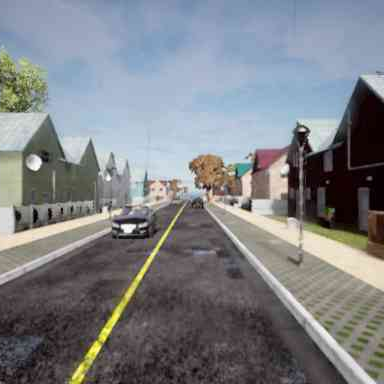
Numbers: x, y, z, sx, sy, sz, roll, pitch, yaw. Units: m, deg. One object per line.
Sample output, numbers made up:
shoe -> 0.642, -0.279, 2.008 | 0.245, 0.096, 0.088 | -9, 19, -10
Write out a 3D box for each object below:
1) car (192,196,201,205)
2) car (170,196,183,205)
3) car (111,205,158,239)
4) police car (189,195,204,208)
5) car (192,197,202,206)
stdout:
car -> 0.824, 1.650, 65.553 | 1.837, 1.490, 4.892 | 0, 0, 0
car -> -2.786, 1.471, 60.347 | 2.097, 1.767, 4.553 | 0, 0, 1
car -> -2.849, 1.466, 17.277 | 2.128, 1.511, 4.902 | 0, 0, 0
police car -> 0.825, 1.492, 49.663 | 1.930, 1.638, 5.238 | 0, 0, 0
car -> 0.825, 1.641, 59.553 | 1.812, 1.442, 4.674 | 0, 0, 0
